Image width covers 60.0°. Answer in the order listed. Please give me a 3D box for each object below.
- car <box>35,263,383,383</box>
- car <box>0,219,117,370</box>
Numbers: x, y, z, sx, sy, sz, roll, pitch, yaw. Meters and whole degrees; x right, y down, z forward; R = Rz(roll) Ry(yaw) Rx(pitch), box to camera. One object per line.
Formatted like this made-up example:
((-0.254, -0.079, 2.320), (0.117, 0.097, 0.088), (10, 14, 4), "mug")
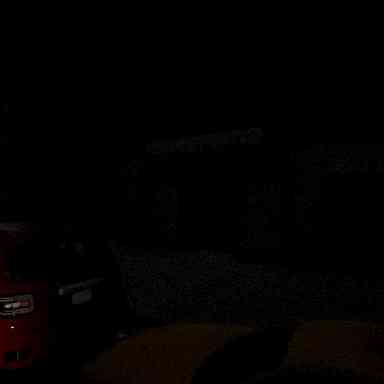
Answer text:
((1.087, 1.529, 2.306), (4.829, 1.417, 1.752), (-1, 0, 35), "car")
((-3.272, 1.371, 5.416), (5.009, 1.841, 2.192), (-1, 0, 36), "car")
